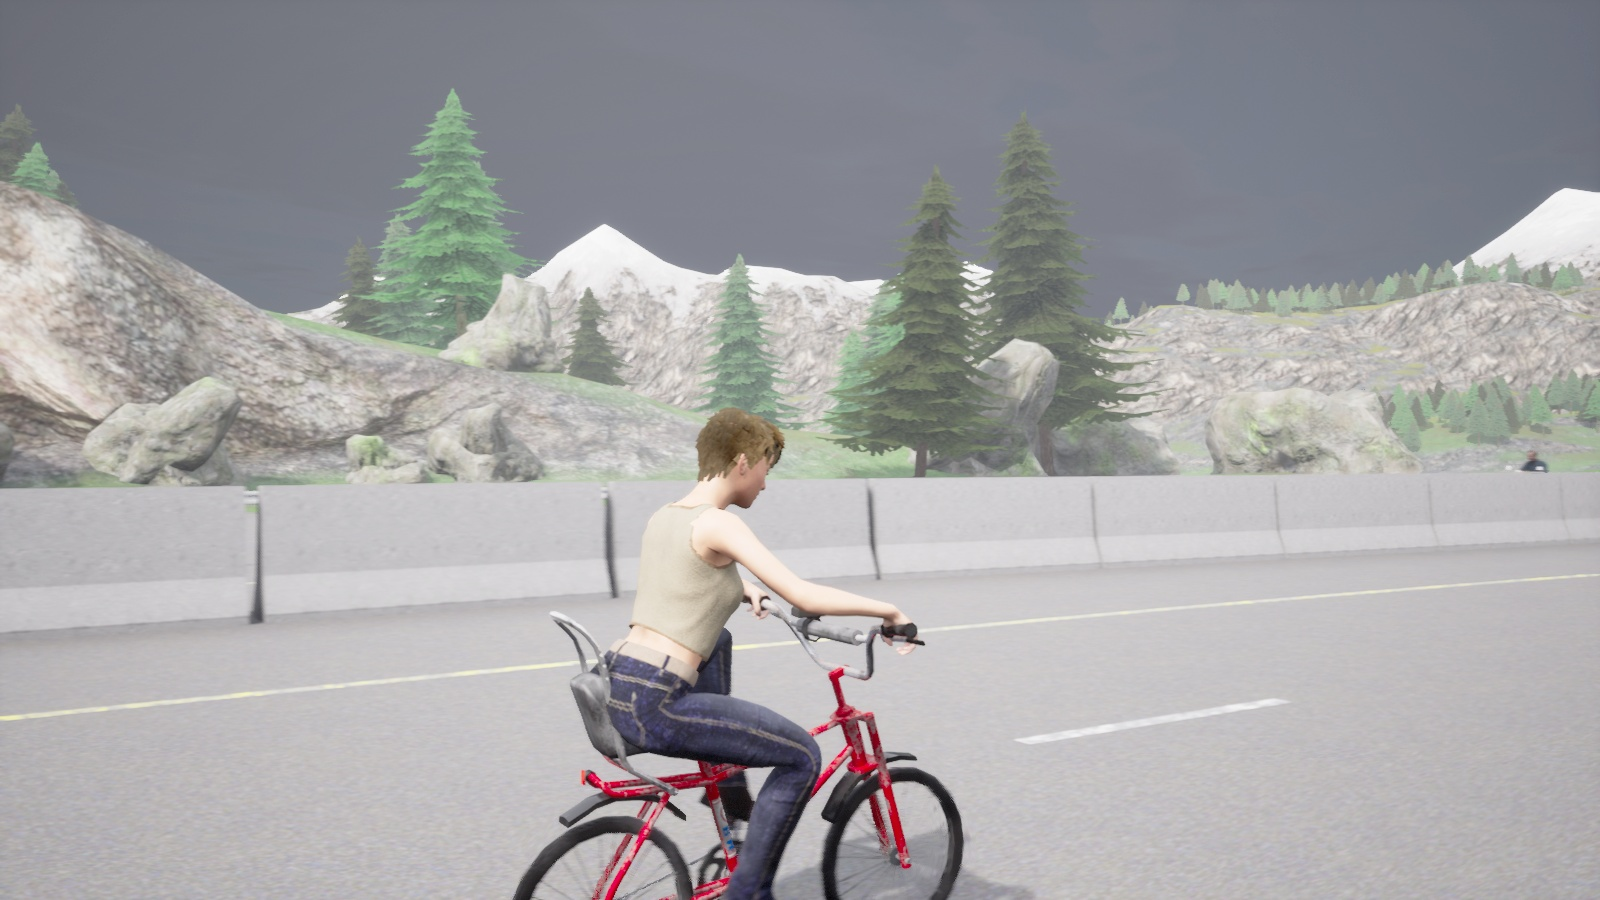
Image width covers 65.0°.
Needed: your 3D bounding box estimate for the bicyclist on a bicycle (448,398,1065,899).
[{"bbox_3d":[-0.111,0.690,3.547,1.509,1.612,0.866,0,0,-33],"label":"bicyclist on a bicycle"}]
